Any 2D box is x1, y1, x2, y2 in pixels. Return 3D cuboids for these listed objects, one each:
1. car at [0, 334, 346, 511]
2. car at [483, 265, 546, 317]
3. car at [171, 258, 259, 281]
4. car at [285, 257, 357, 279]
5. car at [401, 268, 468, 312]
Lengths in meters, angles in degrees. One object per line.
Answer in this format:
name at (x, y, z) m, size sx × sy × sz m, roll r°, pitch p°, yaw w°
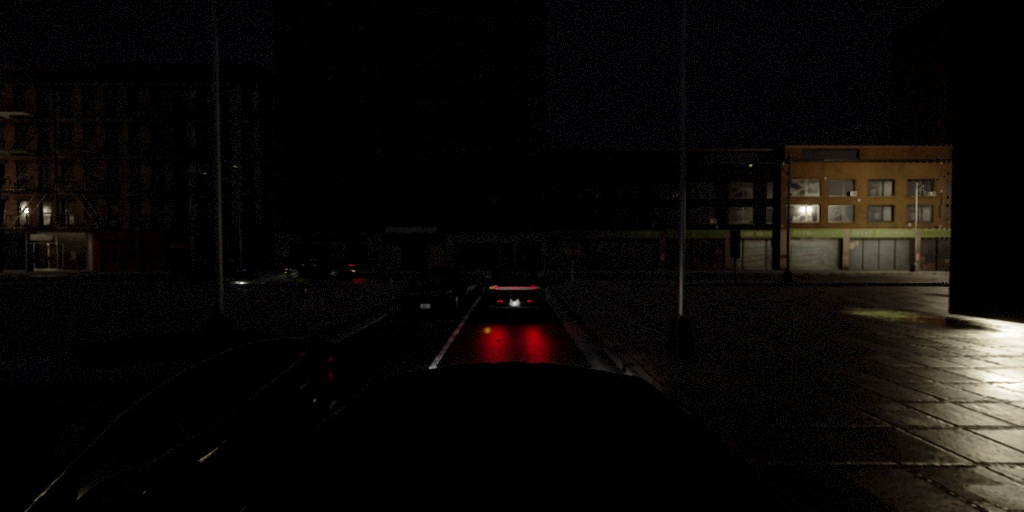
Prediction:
car at (-2.638, 1.307, 2.216) m, size 1.948 × 1.339 × 4.313 m, roll 0°, pitch 0°, yaw 0°
car at (0.074, 1.063, 12.229) m, size 2.128 × 1.511 × 4.902 m, roll 0°, pitch 1°, yaw 0°
car at (-19.521, 0.907, 23.706) m, size 5.008 × 1.535 × 1.882 m, roll 0°, pitch 1°, yaw 0°
car at (-14.184, 0.862, 26.683) m, size 4.892 × 1.490 × 1.837 m, roll 0°, pitch 1°, yaw 0°
car at (-2.641, 1.124, 13.119) m, size 1.948 × 1.339 × 4.313 m, roll 0°, pitch 0°, yaw 0°
